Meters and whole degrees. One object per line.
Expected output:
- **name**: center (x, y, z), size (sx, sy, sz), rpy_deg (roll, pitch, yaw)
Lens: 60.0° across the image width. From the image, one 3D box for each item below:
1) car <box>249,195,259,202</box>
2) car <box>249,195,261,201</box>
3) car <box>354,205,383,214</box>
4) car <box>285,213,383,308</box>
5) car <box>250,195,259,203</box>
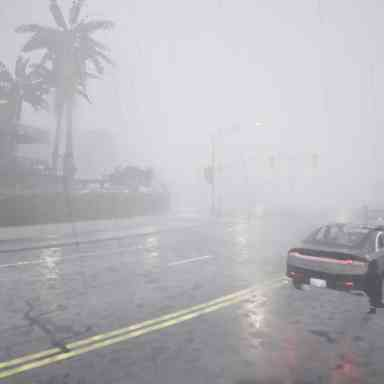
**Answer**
- **car**: center (15.080, 1.520, 80.706), size (2.185, 1.767, 4.553), rpy_deg (0, 0, 11)
- **car**: center (17.260, 1.667, 91.258), size (2.231, 1.521, 4.892), rpy_deg (0, 0, 21)
- **car**: center (13.881, 1.616, 25.626), size (1.895, 1.301, 4.718), rpy_deg (0, 0, 16)
- **car**: center (4.058, 1.499, 8.065), size (2.128, 1.511, 4.902), rpy_deg (0, 0, 43)
- **car**: center (13.938, 1.632, 74.381), size (2.097, 1.535, 5.008), rpy_deg (0, 0, 11)
